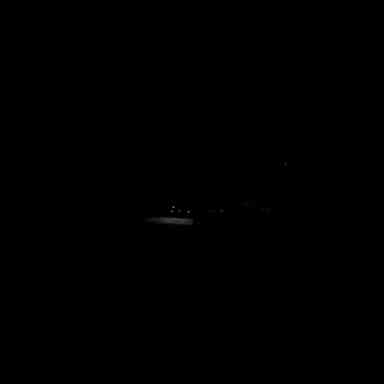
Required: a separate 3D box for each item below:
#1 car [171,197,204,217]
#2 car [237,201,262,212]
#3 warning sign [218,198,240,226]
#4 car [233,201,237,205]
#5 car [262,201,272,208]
[{"bbox_3d":[-0.296,1.543,35.697,2.150,2.045,5.566,0,0,21],"label":"car"},{"bbox_3d":[8.355,1.964,47.876,1.882,1.535,5.008,0,-1,21],"label":"car"},{"bbox_3d":[2.597,1.351,22.979,1.300,1.860,1.060,0,-1,20],"label":"warning sign"},{"bbox_3d":[6.204,2.059,52.269,2.033,1.411,5.357,0,0,22],"label":"car"},{"bbox_3d":[13.258,2.217,60.093,1.895,1.301,4.718,0,0,22],"label":"car"}]
